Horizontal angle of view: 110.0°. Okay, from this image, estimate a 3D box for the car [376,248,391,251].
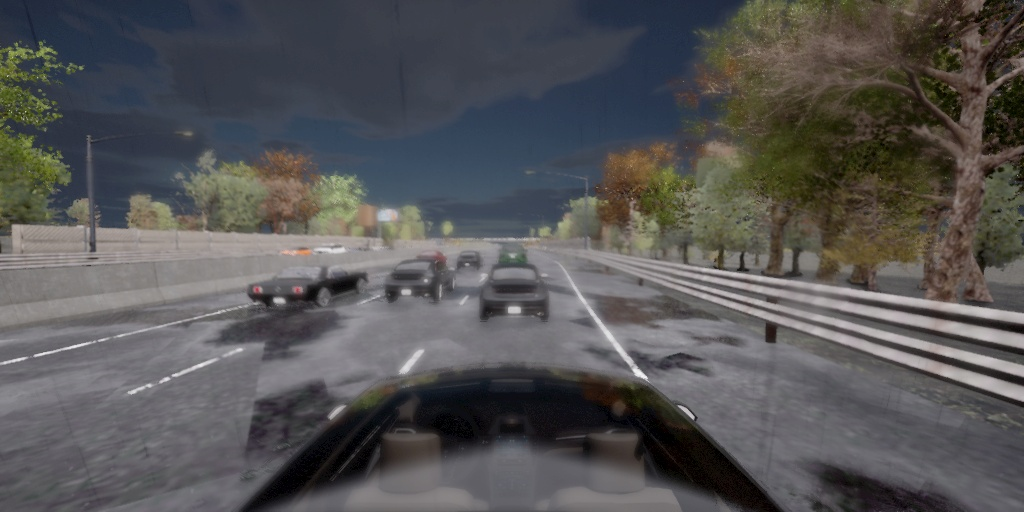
[{"bbox_3d":[-17.583,-0.306,48.654,2.128,1.511,4.902,0,2,0],"label":"car"}]

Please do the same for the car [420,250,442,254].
[{"bbox_3d":[-6.916,0.248,31.143,1.882,1.535,5.008,0,2,0],"label":"car"}]

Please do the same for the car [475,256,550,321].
[{"bbox_3d":[0.070,0.946,10.958,1.837,1.490,4.892,0,2,0],"label":"car"}]

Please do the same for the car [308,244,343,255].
[{"bbox_3d":[-24.577,-0.569,48.425,2.150,2.045,5.566,0,2,0],"label":"car"}]

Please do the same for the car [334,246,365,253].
[{"bbox_3d":[-21.082,-0.229,47.940,2.033,1.411,5.357,0,2,0],"label":"car"}]

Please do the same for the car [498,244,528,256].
[{"bbox_3d":[0.081,0.075,28.573,2.150,2.045,5.566,0,2,0],"label":"car"}]

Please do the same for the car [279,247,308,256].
[{"bbox_3d":[-28.057,-0.378,46.510,2.097,1.767,4.553,0,2,0],"label":"car"}]

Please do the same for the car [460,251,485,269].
[{"bbox_3d":[-3.418,0.319,29.796,1.837,1.490,4.892,0,2,0],"label":"car"}]

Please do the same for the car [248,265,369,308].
[{"bbox_3d":[-6.920,0.975,12.921,1.895,1.301,4.718,0,2,0],"label":"car"}]

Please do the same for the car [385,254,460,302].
[{"bbox_3d":[-3.417,0.842,14.030,1.837,1.490,4.892,0,2,0],"label":"car"}]
